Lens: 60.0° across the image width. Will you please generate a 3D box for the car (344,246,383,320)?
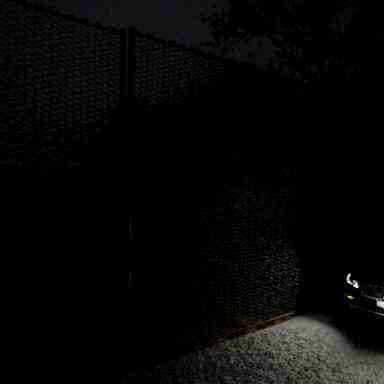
[{"bbox_3d":[4.964,1.515,6.603,4.892,1.490,1.837,0,0,-35],"label":"car"}]
